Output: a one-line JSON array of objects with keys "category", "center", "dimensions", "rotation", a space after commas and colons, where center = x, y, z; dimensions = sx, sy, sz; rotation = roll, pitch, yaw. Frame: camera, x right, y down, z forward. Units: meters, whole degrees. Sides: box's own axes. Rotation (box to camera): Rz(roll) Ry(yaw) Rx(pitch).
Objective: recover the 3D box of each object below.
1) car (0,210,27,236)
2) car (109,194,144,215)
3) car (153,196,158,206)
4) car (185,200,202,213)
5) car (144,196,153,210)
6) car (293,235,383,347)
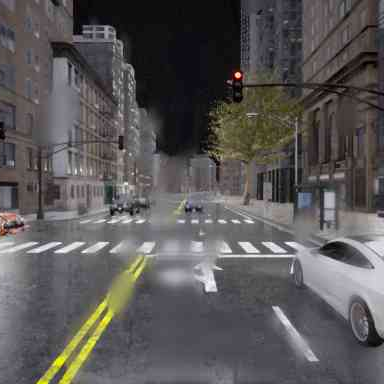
[{"category": "car", "center": [-10.797, 1.330, 16.879], "dimensions": [4.553, 1.767, 2.097], "rotation": [0, 0, 15]}, {"category": "car", "center": [-6.589, 1.197, 33.284], "dimensions": [2.150, 2.045, 5.566], "rotation": [0, 0, 1]}, {"category": "car", "center": [-6.619, 1.420, 53.713], "dimensions": [2.128, 1.511, 4.902], "rotation": [0, 0, 0]}, {"category": "car", "center": [0.141, 1.571, 37.152], "dimensions": [1.895, 1.301, 4.718], "rotation": [0, 0, -1]}, {"category": "car", "center": [-6.622, 1.436, 43.395], "dimensions": [1.882, 1.535, 5.008], "rotation": [0, 0, 0]}, {"category": "car", "center": [3.346, 1.524, 6.171], "dimensions": [1.812, 1.442, 4.674], "rotation": [0, 0, 0]}]
